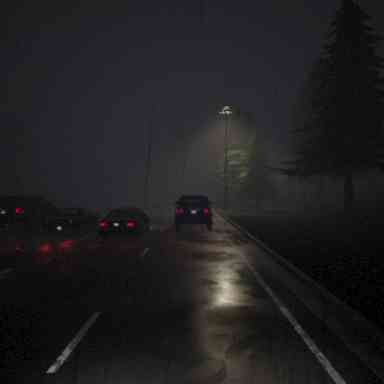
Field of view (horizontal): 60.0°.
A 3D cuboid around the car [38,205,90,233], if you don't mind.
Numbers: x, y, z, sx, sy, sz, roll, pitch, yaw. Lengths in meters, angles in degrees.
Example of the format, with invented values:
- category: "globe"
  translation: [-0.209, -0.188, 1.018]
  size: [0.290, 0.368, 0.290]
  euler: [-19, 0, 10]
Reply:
- category: "car"
  translation: [-6.903, 1.577, 19.535]
  size: [1.895, 1.301, 4.718]
  euler: [0, 0, 0]

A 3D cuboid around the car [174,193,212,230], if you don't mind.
- category: "car"
  translation: [0.097, 1.197, 21.174]
  size: [2.150, 2.045, 5.566]
  euler: [0, 0, 0]

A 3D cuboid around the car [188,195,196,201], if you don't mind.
- category: "car"
  translation: [-0.016, 1.449, 83.541]
  size: [1.994, 1.385, 4.181]
  euler: [0, 0, 0]

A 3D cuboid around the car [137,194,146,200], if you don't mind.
- category: "car"
  translation: [-14.017, 1.295, 92.804]
  size: [1.837, 1.490, 4.892]
  euler: [0, 0, 0]

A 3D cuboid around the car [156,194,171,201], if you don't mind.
- category: "car"
  translation: [-7.016, 1.438, 82.771]
  size: [2.033, 1.411, 5.357]
  euler: [0, 0, 0]

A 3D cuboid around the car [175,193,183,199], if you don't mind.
- category: "car"
  translation: [-3.517, 1.150, 93.192]
  size: [2.097, 1.767, 4.553]
  euler: [0, 0, 0]

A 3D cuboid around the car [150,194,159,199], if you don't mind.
- category: "car"
  translation: [-10.517, 1.295, 93.221]
  size: [1.837, 1.490, 4.892]
  euler: [0, 0, 0]

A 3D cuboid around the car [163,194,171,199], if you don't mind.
- category: "car"
  translation: [-7.017, 1.273, 93.221]
  size: [1.882, 1.535, 5.008]
  euler: [0, 0, 0]

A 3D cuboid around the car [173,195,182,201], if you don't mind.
- category: "car"
  translation: [-3.516, 1.439, 82.771]
  size: [2.033, 1.411, 5.357]
  euler: [0, 0, 0]

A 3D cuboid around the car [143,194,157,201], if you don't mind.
- category: "car"
  translation: [-10.516, 1.414, 83.220]
  size: [1.812, 1.442, 4.674]
  euler: [0, 0, 0]

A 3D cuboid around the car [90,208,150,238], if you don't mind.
- category: "car"
  translation: [-3.402, 1.526, 17.459]
  size: [2.033, 1.411, 5.357]
  euler: [0, 0, 0]

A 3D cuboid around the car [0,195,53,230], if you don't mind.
- category: "car"
  translation: [-10.403, 1.197, 21.082]
  size: [2.150, 2.045, 5.566]
  euler: [0, 0, 0]

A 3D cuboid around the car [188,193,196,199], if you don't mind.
- category: "car"
  translation: [-0.017, 1.150, 93.193]
  size: [2.097, 1.767, 4.553]
  euler: [0, 0, 0]

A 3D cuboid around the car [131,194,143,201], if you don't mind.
- category: "car"
  translation: [-14.016, 1.414, 83.219]
  size: [1.812, 1.442, 4.674]
  euler: [0, 0, 0]
